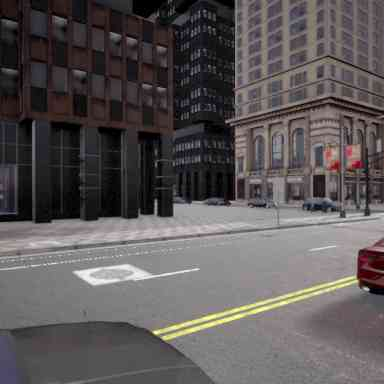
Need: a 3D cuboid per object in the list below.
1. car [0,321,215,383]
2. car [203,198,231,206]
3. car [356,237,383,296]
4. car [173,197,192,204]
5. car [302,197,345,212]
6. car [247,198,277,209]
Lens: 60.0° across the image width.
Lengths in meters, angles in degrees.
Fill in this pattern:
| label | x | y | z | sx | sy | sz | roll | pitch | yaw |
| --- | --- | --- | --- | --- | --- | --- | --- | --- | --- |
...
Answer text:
| label | x | y | z | sx | sy | sz | roll | pitch | yaw |
| --- | --- | --- | --- | --- | --- | --- | --- | --- | --- |
| car | -2.306 | 1.547 | 1.799 | 5.357 | 1.411 | 2.033 | 0 | 0 | -35 |
| car | 3.995 | 1.593 | 53.451 | 2.033 | 1.411 | 5.357 | 0 | 0 | -35 |
| car | 5.708 | 1.477 | 7.516 | 5.008 | 1.535 | 1.882 | 0 | 0 | -36 |
| car | -2.118 | 1.607 | 62.157 | 2.033 | 1.411 | 5.357 | 0 | 0 | -35 |
| car | 14.966 | 1.376 | 37.922 | 2.097 | 1.767 | 4.553 | 0 | 0 | -35 |
| car | 9.688 | 1.525 | 45.386 | 2.128 | 1.511 | 4.902 | 0 | 0 | -35 |
